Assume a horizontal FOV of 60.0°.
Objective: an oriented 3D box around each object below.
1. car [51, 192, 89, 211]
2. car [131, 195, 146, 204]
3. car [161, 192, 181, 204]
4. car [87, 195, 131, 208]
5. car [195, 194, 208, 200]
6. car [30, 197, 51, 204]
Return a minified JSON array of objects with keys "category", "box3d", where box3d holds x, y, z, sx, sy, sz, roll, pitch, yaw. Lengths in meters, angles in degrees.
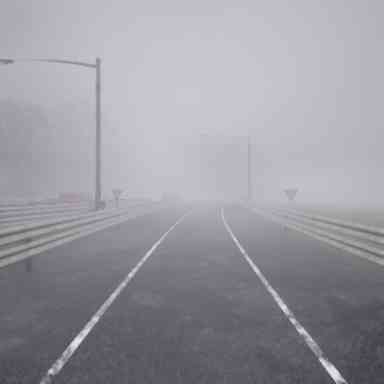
[{"category":"car","box3d":[-12.408,1.006,36.348,2.150,2.045,5.566,0,0,13]},{"category":"car","box3d":[-10.100,1.319,61.096,1.882,1.535,5.008,0,0,14]},{"category":"car","box3d":[-3.611,1.055,58.266,2.150,2.045,5.566,0,0,14]},{"category":"car","box3d":[-8.895,1.276,35.962,2.128,1.511,4.902,0,0,13]},{"category":"car","box3d":[3.100,1.515,95.422,1.895,1.301,4.718,0,0,17]},{"category":"car","box3d":[-15.898,1.311,36.670,1.812,1.442,4.674,0,0,13]}]
